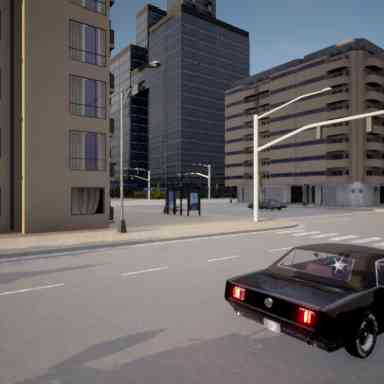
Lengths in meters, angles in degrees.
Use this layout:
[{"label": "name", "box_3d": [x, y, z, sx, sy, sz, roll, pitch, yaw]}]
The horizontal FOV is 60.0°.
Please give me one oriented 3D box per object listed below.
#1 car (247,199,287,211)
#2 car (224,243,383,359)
[{"label": "car", "box_3d": [9.579, 1.602, 42.686, 2.033, 1.411, 5.357, 0, 0, -38]}, {"label": "car", "box_3d": [2.922, 1.601, 6.009, 4.718, 1.301, 1.895, 0, 0, -36]}]
